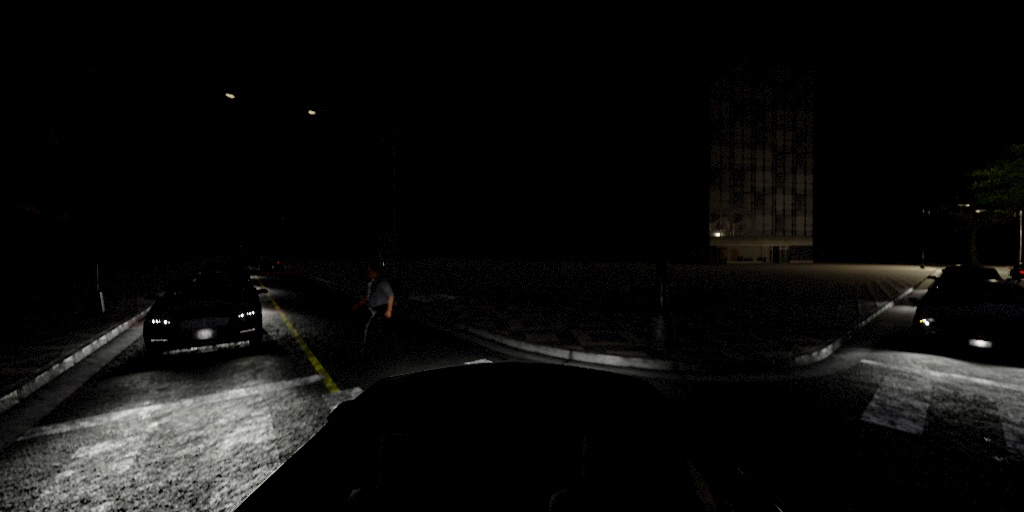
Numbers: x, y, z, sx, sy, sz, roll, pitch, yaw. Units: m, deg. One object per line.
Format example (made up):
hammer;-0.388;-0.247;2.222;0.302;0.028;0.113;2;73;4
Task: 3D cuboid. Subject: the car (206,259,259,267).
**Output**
car;-12.850;1.089;16.060;2.128;1.511;4.902;-1;1;-37

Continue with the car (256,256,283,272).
car;-25.379;0.850;37.821;2.128;1.511;4.902;-1;1;-37

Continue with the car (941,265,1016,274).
car;18.630;1.197;14.603;4.892;1.490;1.837;0;0;-38

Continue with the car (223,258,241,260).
car;-24.740;0.940;31.767;1.837;1.490;4.892;-1;1;-37

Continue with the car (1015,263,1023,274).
car;38.269;1.183;26.329;5.357;1.411;2.033;0;0;-39

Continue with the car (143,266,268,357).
car;-7.175;1.165;8.597;2.128;1.511;4.902;-1;1;-37

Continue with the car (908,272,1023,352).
car;10.987;1.268;8.491;5.357;1.411;2.033;0;0;-39

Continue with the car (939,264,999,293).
car;26.479;1.226;20.872;4.181;1.385;1.994;0;0;-39

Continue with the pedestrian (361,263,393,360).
pedestrian;-2.529;0.977;6.730;0.375;1.860;0.375;-1;1;-37
